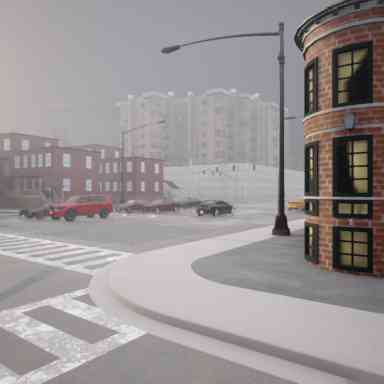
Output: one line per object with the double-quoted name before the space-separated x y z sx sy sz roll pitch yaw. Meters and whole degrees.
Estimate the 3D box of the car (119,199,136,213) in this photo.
"car" -6.460 1.526 37.213 1.812 1.442 4.674 0 0 35

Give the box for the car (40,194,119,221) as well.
"car" -9.109 1.221 27.509 2.150 2.045 5.566 0 0 36

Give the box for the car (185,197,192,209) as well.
"car" -0.682 1.492 45.275 2.128 1.511 4.902 0 0 36

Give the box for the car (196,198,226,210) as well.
"car" 2.538 1.564 43.761 1.994 1.385 4.181 0 0 35

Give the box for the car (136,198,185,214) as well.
"car" -3.313 1.478 35.610 1.882 1.535 5.008 0 0 36

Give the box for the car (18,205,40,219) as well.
"car" -12.189 1.547 29.221 2.033 1.411 5.357 0 0 36

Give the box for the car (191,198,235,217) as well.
"car" 2.269 1.504 31.067 1.837 1.490 4.892 0 0 36

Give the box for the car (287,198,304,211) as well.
"car" 13.184 1.478 40.296 1.882 1.535 5.008 0 0 36
